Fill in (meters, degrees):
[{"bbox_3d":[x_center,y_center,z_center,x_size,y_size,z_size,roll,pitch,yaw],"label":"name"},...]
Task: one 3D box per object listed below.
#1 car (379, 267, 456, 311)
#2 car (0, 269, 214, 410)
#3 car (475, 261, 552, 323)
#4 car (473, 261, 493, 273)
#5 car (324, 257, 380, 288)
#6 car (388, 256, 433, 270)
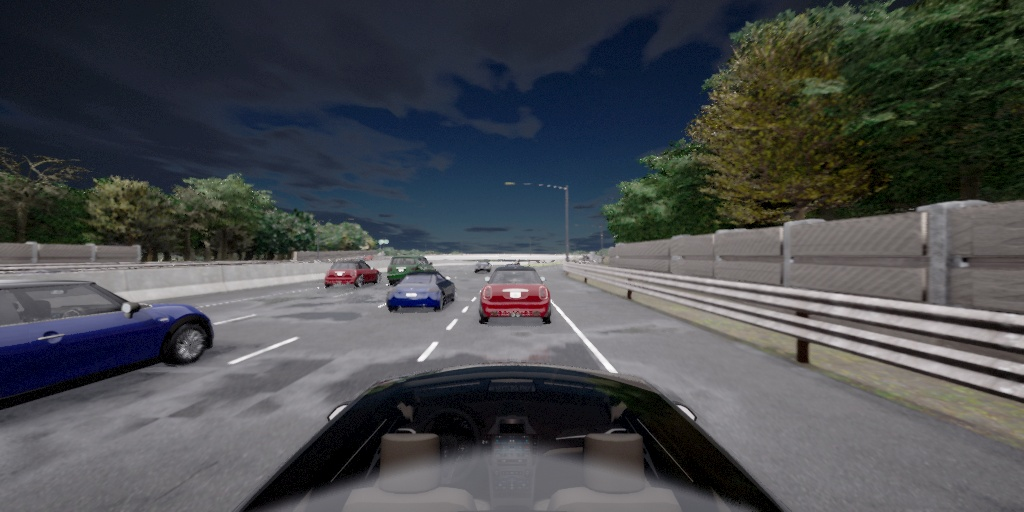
[{"bbox_3d":[-3.501,1.324,14.466,1.994,1.385,4.181,0,0,0],"label":"car"},{"bbox_3d":[-6.900,1.105,5.145,2.097,1.767,4.553,0,0,0],"label":"car"},{"bbox_3d":[0.099,1.110,12.224,2.097,1.767,4.553,0,0,0],"label":"car"},{"bbox_3d":[-3.504,1.330,44.448,2.033,1.411,5.357,0,0,0],"label":"car"},{"bbox_3d":[-10.402,1.119,23.795,2.097,1.767,4.553,0,0,0],"label":"car"},{"bbox_3d":[-6.902,0.989,25.010,2.150,2.045,5.566,0,0,0],"label":"car"}]
